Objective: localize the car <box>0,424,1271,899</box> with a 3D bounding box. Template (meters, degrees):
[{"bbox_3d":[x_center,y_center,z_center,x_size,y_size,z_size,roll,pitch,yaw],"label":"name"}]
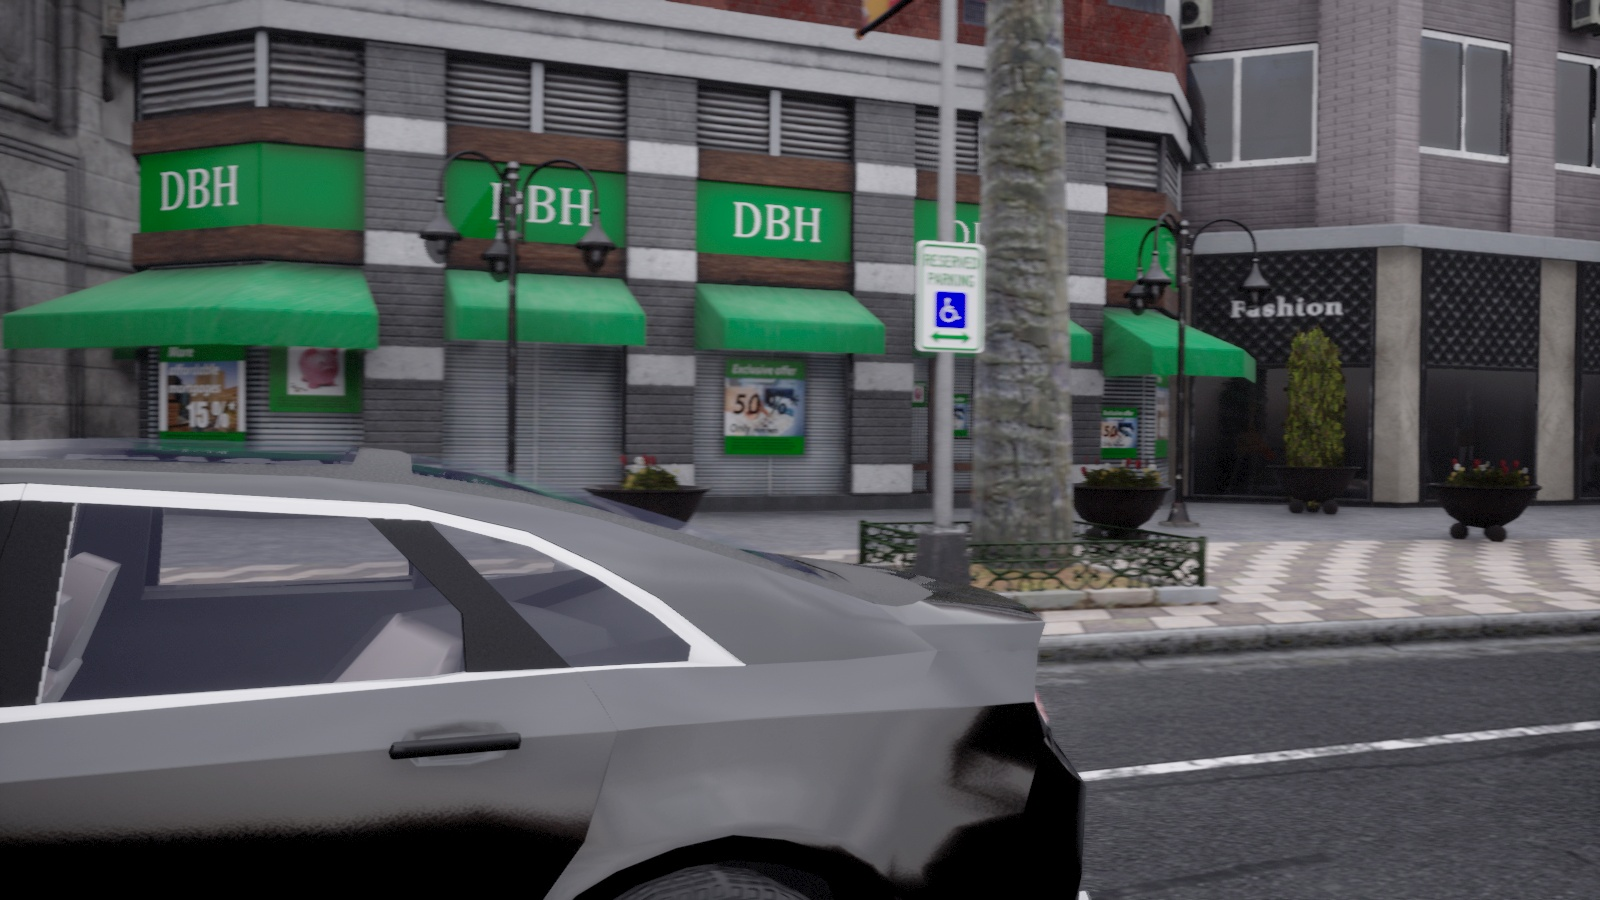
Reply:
[{"bbox_3d":[-1.748,0.731,2.578,4.902,1.511,2.128,-1,1,-21],"label":"car"}]
